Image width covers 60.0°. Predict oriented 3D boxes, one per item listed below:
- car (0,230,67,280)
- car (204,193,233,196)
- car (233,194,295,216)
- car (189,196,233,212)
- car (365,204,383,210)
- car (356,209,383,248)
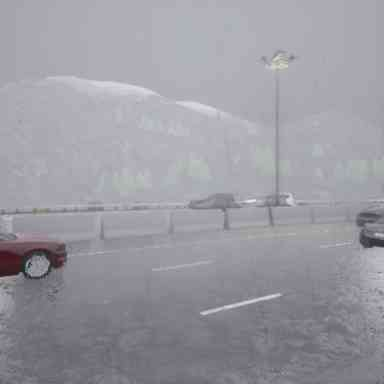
[{"bbox_3d":[-5.716,1.457,8.173,5.008,1.535,1.882,0,0,-35],"label":"car"},{"bbox_3d":[2.381,1.106,37.799,5.566,2.045,2.150,0,0,-27],"label":"car"},{"bbox_3d":[6.131,1.261,27.887,4.553,1.767,2.097,0,0,-27],"label":"car"},{"bbox_3d":[2.509,1.441,33.936,5.357,1.411,2.033,0,0,-28],"label":"car"},{"bbox_3d":[11.265,1.438,18.519,4.892,1.490,1.837,0,0,-28],"label":"car"},{"bbox_3d":[8.524,1.517,13.031,4.181,1.385,1.994,0,0,-30],"label":"car"}]
